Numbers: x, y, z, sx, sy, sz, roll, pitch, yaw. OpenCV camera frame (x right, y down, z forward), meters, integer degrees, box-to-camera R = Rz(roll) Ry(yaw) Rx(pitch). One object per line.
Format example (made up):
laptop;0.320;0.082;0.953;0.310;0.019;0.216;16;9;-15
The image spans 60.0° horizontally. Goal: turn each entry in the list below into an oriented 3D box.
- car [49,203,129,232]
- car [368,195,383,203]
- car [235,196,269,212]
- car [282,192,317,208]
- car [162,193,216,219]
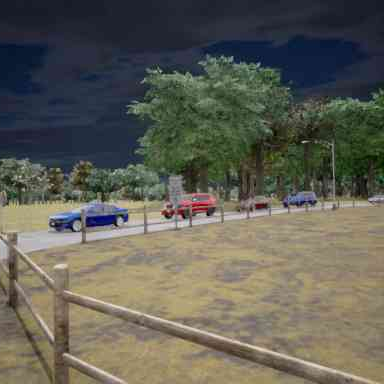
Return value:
car;-6.071;1.448;20.040;1.882;1.535;5.008;-2;-1;36
car;28.573;1.125;49.851;4.718;1.301;1.895;0;-1;-30
car;6.566;1.203;35.873;2.097;1.767;4.553;-2;-1;43
car;13.991;0.990;43.022;5.566;2.045;2.150;-1;-1;-41
car;-0.136;1.141;28.049;2.150;2.045;5.566;-2;-1;38
